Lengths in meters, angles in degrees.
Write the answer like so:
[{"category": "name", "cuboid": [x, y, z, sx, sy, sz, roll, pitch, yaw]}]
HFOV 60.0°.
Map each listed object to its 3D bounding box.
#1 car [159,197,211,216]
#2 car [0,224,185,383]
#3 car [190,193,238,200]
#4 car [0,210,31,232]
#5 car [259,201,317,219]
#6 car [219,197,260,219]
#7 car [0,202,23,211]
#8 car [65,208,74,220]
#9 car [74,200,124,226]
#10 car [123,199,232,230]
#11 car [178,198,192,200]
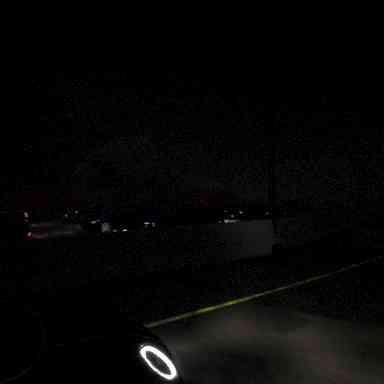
[{"category": "car", "cuboid": [-0.542, 1.295, 31.226, 2.128, 1.511, 4.902, 0, 1, 41]}, {"category": "car", "cuboid": [-2.238, 1.361, 2.162, 4.553, 1.767, 2.097, -1, 0, -36]}, {"category": "car", "cuboid": [2.072, 1.090, 28.900, 2.150, 2.045, 5.566, 0, 1, 41]}, {"category": "car", "cuboid": [-8.157, 1.555, 10.950, 5.357, 1.411, 2.033, -1, 1, -35]}, {"category": "car", "cuboid": [7.368, 1.343, 24.321, 2.033, 1.411, 5.357, 0, 1, 41]}, {"category": "car", "cuboid": [4.732, 1.354, 26.623, 2.033, 1.411, 5.357, 0, 1, 41]}, {"category": "car", "cuboid": [-11.084, 1.342, 17.459, 4.553, 1.767, 2.097, -1, 1, -35]}, {"category": "car", "cuboid": [-6.938, 1.380, 24.995, 4.902, 1.511, 2.128, -1, 1, -38]}, {"category": "car", "cuboid": [-3.625, 1.379, 18.630, 5.008, 1.535, 1.882, -1, 1, -38]}, {"category": "car", "cuboid": [-0.584, 1.361, 16.623, 5.008, 1.535, 1.882, -1, 1, -38]}, {"category": "car", "cuboid": [-2.870, 1.401, 23.871, 5.357, 1.411, 2.033, -1, 1, -42]}]
